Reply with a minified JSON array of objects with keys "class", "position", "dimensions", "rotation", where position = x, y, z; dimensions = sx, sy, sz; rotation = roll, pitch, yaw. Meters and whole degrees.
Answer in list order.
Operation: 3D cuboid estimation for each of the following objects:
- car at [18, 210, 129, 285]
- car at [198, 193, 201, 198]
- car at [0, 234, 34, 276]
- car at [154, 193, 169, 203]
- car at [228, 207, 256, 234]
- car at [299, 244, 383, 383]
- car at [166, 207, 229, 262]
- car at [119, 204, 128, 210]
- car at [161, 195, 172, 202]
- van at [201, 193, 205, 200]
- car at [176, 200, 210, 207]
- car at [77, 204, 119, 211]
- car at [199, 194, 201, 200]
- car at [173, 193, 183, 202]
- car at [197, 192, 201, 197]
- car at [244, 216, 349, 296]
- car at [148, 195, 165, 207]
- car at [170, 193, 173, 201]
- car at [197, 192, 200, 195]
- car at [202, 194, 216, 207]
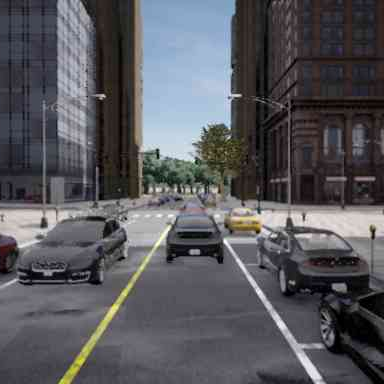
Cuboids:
[{"class":"car","position":[-3.083,1.503,9.565],"dimensions":[1.837,1.490,4.892],"rotation":[0,0,0]},{"class":"car","position":[2.863,1.397,73.933],"dimensions":[1.752,1.417,4.829],"rotation":[-1,0,0]},{"class":"car","position":[-5.761,1.580,7.944],"dimensions":[1.802,1.307,4.206],"rotation":[-1,0,0]},{"class":"car","position":[-5.691,1.239,56.729],"dimensions":[2.192,1.841,5.009],"rotation":[-1,0,0]},{"class":"car","position":[2.780,1.518,19.032],"dimensions":[1.752,1.417,4.829],"rotation":[-1,0,0]},{"class":"car","position":[2.757,1.566,3.254],"dimensions":[1.947,1.339,4.313],"rotation":[-1,0,0]},{"class":"car","position":[0.100,1.501,12.051],"dimensions":[1.837,1.490,4.892],"rotation":[0,0,0]},{"class":"car","position":[-5.737,1.551,24.079],"dimensions":[1.947,1.339,4.313],"rotation":[-1,0,0]},{"class":"car","position":[-5.663,1.422,73.769],"dimensions":[2.008,1.369,4.403],"rotation":[-1,0,0]},{"class":"van","position":[2.835,1.266,56.725],"dimensions":[1.690,1.788,3.998],"rotation":[-1,0,0]},{"class":"car","position":[-0.042,1.547,26.131],"dimensions":[1.994,1.385,4.181],"rotation":[0,0,-5]},{"class":"car","position":[-5.745,1.542,18.700],"dimensions":[2.008,1.369,4.403],"rotation":[-1,0,0]},{"class":"car","position":[2.846,1.475,62.405],"dimensions":[1.947,1.339,4.313],"rotation":[-1,0,0]},{"class":"car","position":[-2.897,1.476,71.273],"dimensions":[1.895,1.301,4.718],"rotation":[0,0,0]},{"class":"car","position":[2.871,1.396,79.442],"dimensions":[1.887,1.381,4.507],"rotation":[-1,0,0]},{"class":"car","position":[2.765,1.550,8.456],"dimensions":[2.008,1.369,4.403],"rotation":[-1,0,0]},{"class":"car","position":[-5.696,1.520,51.049],"dimensions":[1.802,1.307,4.206],"rotation":[-1,0,0]},{"class":"car","position":[-5.673,1.205,68.088],"dimensions":[2.192,1.841,5.009],"rotation":[-1,0,0]},{"class":"car","position":[2.880,1.381,85.121],"dimensions":[2.008,1.369,4.403],"rotation":[-1,0,0]},{"class":"car","position":[2.829,1.464,51.215],"dimensions":[1.752,1.417,4.829],"rotation":[-1,0,0]}]
